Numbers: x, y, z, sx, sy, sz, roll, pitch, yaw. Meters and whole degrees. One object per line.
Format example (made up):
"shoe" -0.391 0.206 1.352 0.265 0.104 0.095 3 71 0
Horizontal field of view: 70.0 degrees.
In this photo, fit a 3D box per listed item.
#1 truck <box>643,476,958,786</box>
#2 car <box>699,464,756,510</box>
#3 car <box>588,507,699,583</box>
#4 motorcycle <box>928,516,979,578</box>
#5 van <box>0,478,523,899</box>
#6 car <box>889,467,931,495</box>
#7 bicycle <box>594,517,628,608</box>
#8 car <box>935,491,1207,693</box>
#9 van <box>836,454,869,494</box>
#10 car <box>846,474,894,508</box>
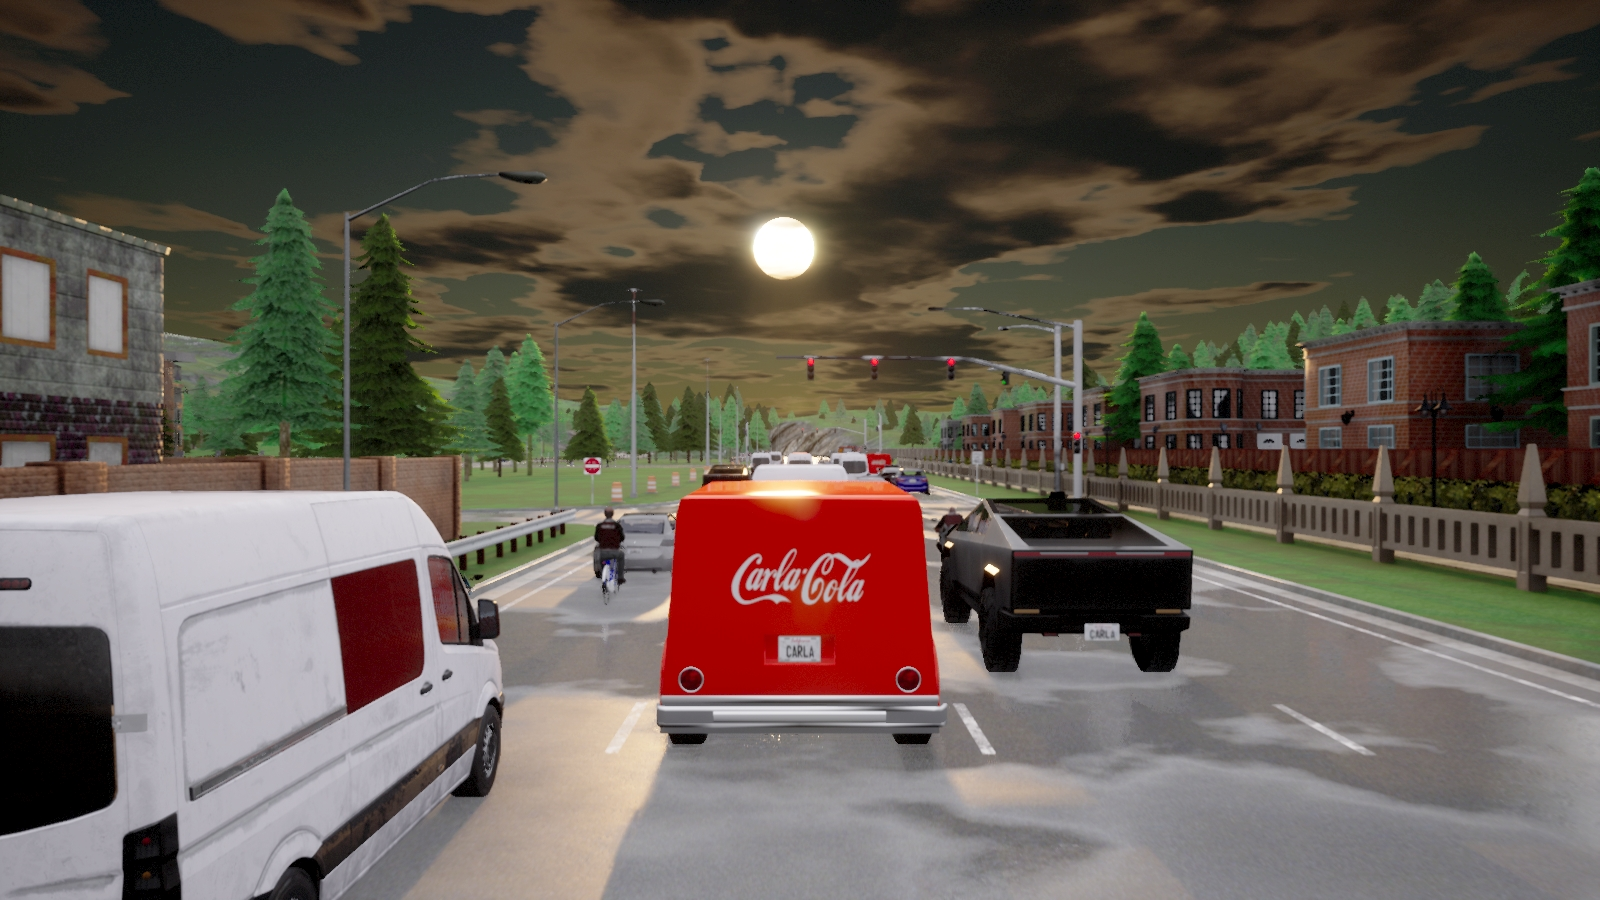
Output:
"truck" 0.000 1.569 12.126 2.627 2.467 5.204 0 0 0
"car" -3.506 1.758 56.566 2.390 2.098 6.274 0 0 0
"car" -3.506 2.121 26.316 1.994 1.385 4.181 0 0 0
"motorcycle" 3.528 2.208 26.476 0.867 1.251 2.209 0 0 0
"van" -3.503 1.535 7.395 1.988 2.561 5.915 0 0 0
"car" 6.992 1.974 72.979 2.242 1.667 4.611 0 0 0
"bicycle" -3.503 2.060 21.281 0.329 1.471 1.835 0 2 0
"car" 3.499 1.755 16.327 2.390 2.098 6.274 0 0 0
"van" 3.487 1.542 76.681 1.988 2.561 5.915 0 0 0
"car" 3.495 2.040 57.664 2.097 1.535 5.006 0 0 0
